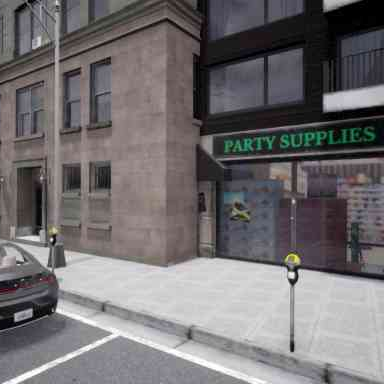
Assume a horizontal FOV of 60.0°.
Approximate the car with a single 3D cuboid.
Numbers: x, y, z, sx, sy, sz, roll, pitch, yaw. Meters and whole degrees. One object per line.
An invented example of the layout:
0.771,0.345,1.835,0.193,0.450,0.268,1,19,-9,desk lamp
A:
-4.216,1.551,6.090,4.403,1.369,2.008,0,0,36,car
